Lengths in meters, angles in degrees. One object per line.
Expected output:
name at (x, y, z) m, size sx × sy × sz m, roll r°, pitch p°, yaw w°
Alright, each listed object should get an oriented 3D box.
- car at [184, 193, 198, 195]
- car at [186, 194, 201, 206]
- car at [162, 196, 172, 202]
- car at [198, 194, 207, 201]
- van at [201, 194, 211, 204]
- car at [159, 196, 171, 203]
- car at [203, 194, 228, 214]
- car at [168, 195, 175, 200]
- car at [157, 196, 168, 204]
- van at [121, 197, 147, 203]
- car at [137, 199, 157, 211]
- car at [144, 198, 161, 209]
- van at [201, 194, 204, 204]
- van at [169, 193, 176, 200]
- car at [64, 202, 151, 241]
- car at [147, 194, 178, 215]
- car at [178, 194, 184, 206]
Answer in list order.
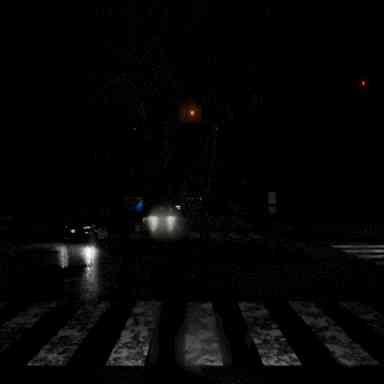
car at (-0.047, 1.481, 65.166) m, size 2.128 × 1.511 × 4.902 m, roll 0°, pitch 0°, yaw 0°
car at (0.013, 1.539, 55.217) m, size 2.033 × 1.411 × 5.357 m, roll 0°, pitch 0°, yaw 0°
car at (-5.450, 1.554, 73.202) m, size 1.947 × 1.339 × 4.313 m, roll 0°, pitch 0°, yaw 0°
car at (2.599, 1.425, 84.021) m, size 1.967 × 1.590 × 4.097 m, roll 0°, pitch 0°, yaw 0°
van at (2.634, 1.331, 62.397) m, size 1.690 × 1.788 × 3.998 m, roll 0°, pitch 0°, yaw 0°
car at (-5.447, 1.540, 67.795) m, size 2.008 × 1.369 × 4.403 m, roll 0°, pitch 0°, yaw 0°
car at (2.678, 1.311, 35.365) m, size 2.192 × 1.841 × 5.009 m, roll 0°, pitch 0°, yaw 0°
car at (-5.457, 1.566, 89.420) m, size 1.802 × 1.307 × 4.206 m, roll 0°, pitch 0°, yaw 0°
car at (-5.445, 1.516, 62.220) m, size 1.752 × 1.417 × 4.829 m, roll 0°, pitch 0°, yaw 0°
van at (-5.431, 1.337, 29.952) m, size 1.690 × 1.788 × 3.998 m, roll 0°, pitch 0°, yaw 0°
car at (-5.436, 1.561, 40.764) m, size 1.947 × 1.339 × 4.313 m, roll 0°, pitch 0°, yaw 0°
car at (-5.438, 1.538, 46.170) m, size 1.887 × 1.381 × 4.507 m, roll 0°, pitch 0°, yaw 0°
van at (2.651, 1.334, 51.584) m, size 1.690 × 1.788 × 3.998 m, roll 0°, pitch 0°, yaw 0°
van at (-5.459, 1.324, 94.827) m, size 1.690 × 1.788 × 3.998 m, roll 0°, pitch 0°, yaw 0°
car at (-4.318, 1.504, 17.042) m, size 1.837 × 1.490 × 4.892 m, roll 1°, pitch 0°, yaw 24°
car at (-2.875, 1.219, 33.956) m, size 2.150 × 2.045 × 5.566 m, roll 0°, pitch 0°, yaw 0°
car at (-2.816, 1.539, 56.552) m, size 2.033 × 1.411 × 5.357 m, roll 0°, pitch 0°, yaw 0°
